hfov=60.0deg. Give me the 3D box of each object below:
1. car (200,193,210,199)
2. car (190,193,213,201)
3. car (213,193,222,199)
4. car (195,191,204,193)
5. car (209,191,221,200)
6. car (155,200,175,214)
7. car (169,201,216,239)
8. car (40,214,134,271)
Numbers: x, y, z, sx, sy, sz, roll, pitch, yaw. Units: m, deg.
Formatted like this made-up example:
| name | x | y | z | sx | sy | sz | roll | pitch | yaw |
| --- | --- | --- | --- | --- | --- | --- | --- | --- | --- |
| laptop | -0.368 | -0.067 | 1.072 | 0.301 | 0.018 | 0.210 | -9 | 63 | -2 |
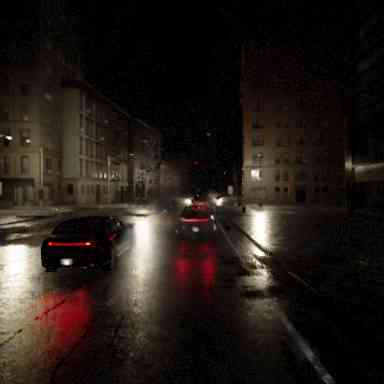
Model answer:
| name | x | y | z | sx | sy | sz | roll | pitch | yaw |
| --- | --- | --- | --- | --- | --- | --- | --- | --- | --- |
| car | 3.489 | 1.034 | 89.086 | 2.033 | 1.411 | 5.357 | 0 | 0 | 10 |
| car | 0.886 | 1.231 | 34.663 | 2.097 | 1.767 | 4.553 | 0 | 0 | 3 |
| car | 6.765 | 0.986 | 88.971 | 1.882 | 1.535 | 5.008 | 0 | 0 | 10 |
| car | 1.904 | 0.857 | 78.869 | 2.150 | 2.045 | 5.566 | 0 | 0 | 9 |
| car | 5.126 | 0.860 | 78.441 | 2.150 | 2.045 | 5.566 | 0 | 0 | 9 |
| car | -2.438 | 1.484 | 33.549 | 1.895 | 1.301 | 4.718 | 0 | 0 | 3 |
| car | 0.215 | 1.445 | 17.016 | 2.128 | 1.511 | 4.902 | 0 | 0 | 1 |
| car | -3.120 | 1.484 | 10.747 | 1.837 | 1.490 | 4.892 | 0 | 0 | 0 |
